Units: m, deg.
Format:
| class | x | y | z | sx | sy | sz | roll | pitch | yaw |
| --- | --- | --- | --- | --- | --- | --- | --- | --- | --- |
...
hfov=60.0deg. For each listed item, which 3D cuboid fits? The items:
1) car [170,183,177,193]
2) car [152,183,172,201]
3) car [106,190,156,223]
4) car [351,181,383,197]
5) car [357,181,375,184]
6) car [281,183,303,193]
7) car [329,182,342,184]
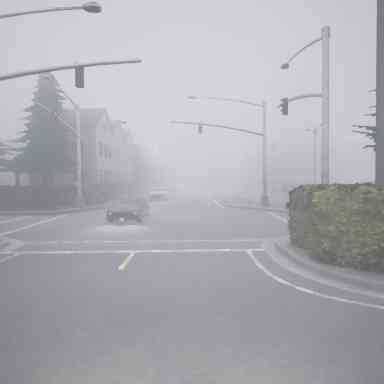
| class | x | y | z | sx | sy | sz | roll | pitch | yaw |
| --- | --- | --- | --- | --- | --- | --- | --- | --- | --- |
| car | -3.721 | -0.731 | 59.236 | 2.097 | 1.767 | 4.553 | -1 | 2 | 0 |
| car | -3.717 | 0.140 | 37.801 | 1.882 | 1.535 | 5.008 | -1 | 2 | 0 |
| car | -3.668 | 0.914 | 19.980 | 2.033 | 1.411 | 5.357 | -1 | 3 | 0 |
| car | 22.259 | -0.469 | 42.135 | 1.932 | 1.855 | 4.605 | -1 | 2 | 0 |
| car | 19.015 | -0.182 | 34.254 | 1.905 | 1.878 | 3.866 | -1 | 2 | 0 |
| car | 15.266 | -0.542 | 52.112 | 2.007 | 1.523 | 4.514 | -1 | 2 | 0 |
| car | 25.304 | -1.048 | 59.525 | 2.152 | 1.636 | 5.027 | -1 | 2 | 0 |
